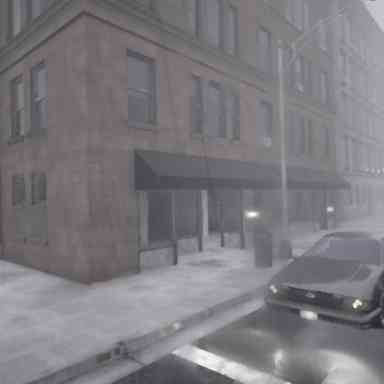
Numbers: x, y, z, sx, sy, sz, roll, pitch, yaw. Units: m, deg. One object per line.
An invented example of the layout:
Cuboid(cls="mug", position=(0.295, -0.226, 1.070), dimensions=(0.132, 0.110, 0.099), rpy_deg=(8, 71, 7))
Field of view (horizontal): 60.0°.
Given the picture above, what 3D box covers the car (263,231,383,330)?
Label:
Cuboid(cls="car", position=(3.661, 1.608, 7.385), dimensions=(2.033, 1.411, 5.357), rpy_deg=(-2, -1, 42))
